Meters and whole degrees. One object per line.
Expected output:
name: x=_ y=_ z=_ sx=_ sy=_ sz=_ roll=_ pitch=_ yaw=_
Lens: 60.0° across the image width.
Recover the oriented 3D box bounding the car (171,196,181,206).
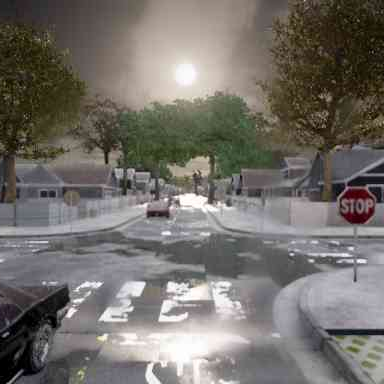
car: x=-2.794 y=1.449 z=53.590 sx=2.128 sy=1.511 sz=4.902 roll=0 pitch=0 yaw=0

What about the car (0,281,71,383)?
car: x=-2.752 y=1.598 z=2.800 sx=1.895 sy=1.301 sz=4.718 roll=0 pitch=0 yaw=0

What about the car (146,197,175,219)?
car: x=-2.774 y=1.475 z=28.704 sx=1.882 sy=1.535 sz=5.008 roll=0 pitch=0 yaw=0
